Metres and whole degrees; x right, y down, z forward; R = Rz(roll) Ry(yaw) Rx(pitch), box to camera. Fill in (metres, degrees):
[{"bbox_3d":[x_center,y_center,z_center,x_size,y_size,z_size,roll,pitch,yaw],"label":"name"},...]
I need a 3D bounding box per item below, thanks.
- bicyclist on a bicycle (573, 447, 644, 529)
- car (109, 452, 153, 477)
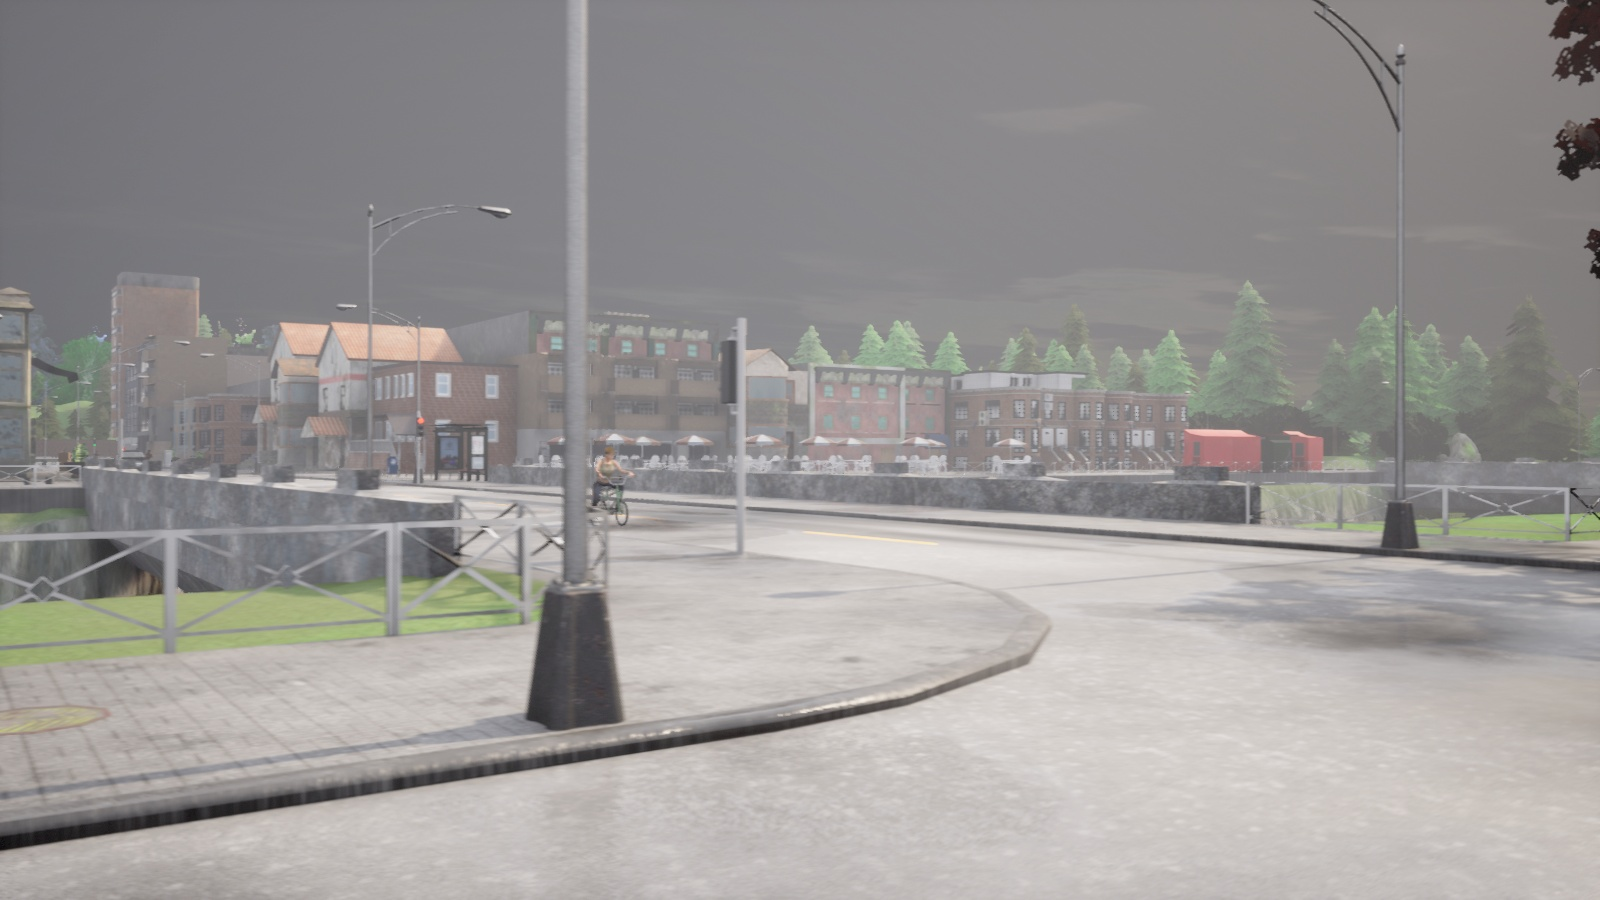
[{"bbox_3d":[-3.916,0.752,25.599,0.866,1.612,1.509,0,0,-35],"label":"bicyclist on a bicycle"},{"bbox_3d":[-45.248,0.976,84.896,2.033,1.649,4.856,0,0,-35],"label":"car"}]
